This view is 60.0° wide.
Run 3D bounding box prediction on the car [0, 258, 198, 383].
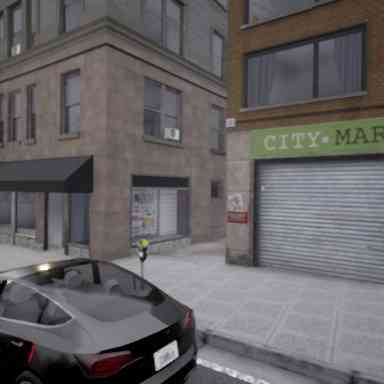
[{"bbox_3d":[-1.932,1.564,4.320,4.313,1.339,1.947,0,1,35],"label":"car"}]
